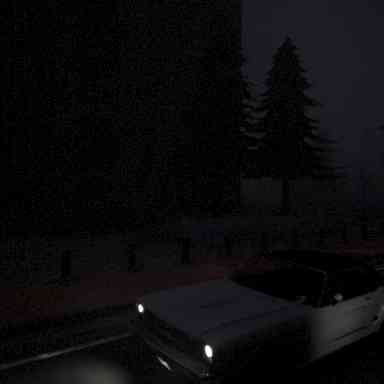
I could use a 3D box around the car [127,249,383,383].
[{"bbox_3d":[1.490,1.640,5.030,4.718,1.301,1.895,1,0,-35],"label":"car"}]
